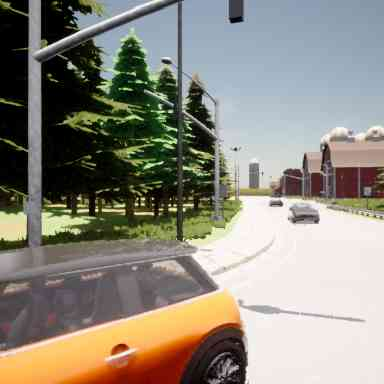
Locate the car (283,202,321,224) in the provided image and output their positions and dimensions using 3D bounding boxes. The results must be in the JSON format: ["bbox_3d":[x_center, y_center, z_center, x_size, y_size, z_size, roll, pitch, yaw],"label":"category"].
[{"bbox_3d":[8.388,1.546,25.328,2.033,1.411,5.357,0,0,10],"label":"car"}]

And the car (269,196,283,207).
[{"bbox_3d":[12.550,1.601,49.691,1.895,1.301,4.718,0,0,9],"label":"car"}]

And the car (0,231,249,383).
[{"bbox_3d":[-1.597,1.351,3.048,4.553,1.767,2.097,0,0,-39],"label":"car"}]
